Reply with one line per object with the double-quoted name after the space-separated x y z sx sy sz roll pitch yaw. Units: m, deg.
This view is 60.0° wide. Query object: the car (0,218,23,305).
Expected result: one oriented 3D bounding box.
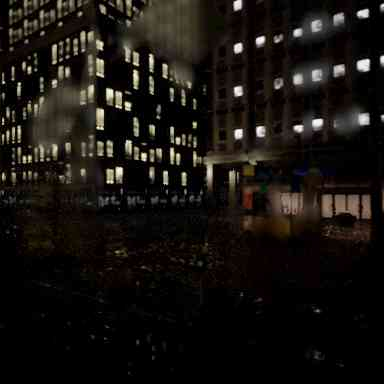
-5.447 1.334 6.769 5.009 1.841 2.192 0 0 36 "car"
